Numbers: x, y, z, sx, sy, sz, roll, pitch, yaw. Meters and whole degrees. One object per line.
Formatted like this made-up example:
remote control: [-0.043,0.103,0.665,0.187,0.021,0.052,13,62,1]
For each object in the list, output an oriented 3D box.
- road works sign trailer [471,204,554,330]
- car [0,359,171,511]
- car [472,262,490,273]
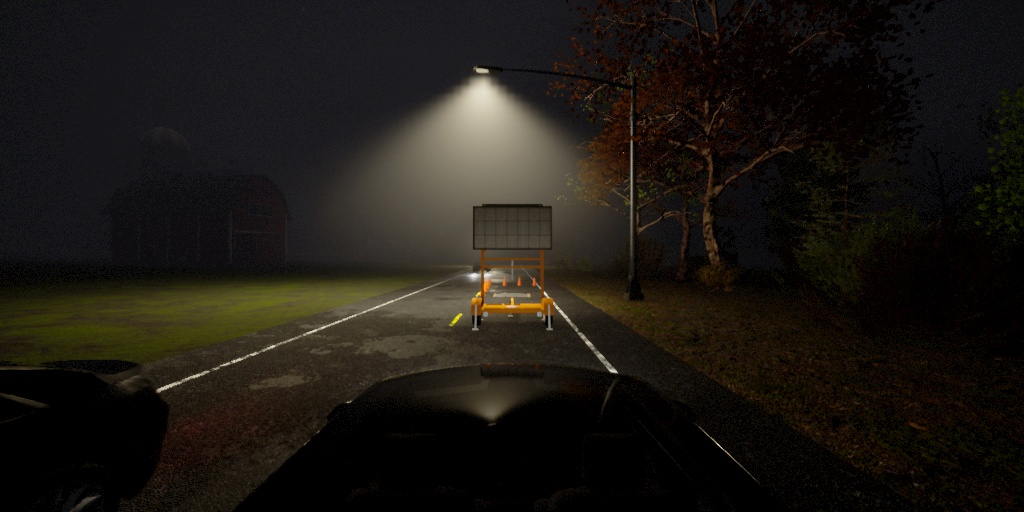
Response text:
road works sign trailer: [0.012,0.210,11.053,2.380,3.560,2.880,0,0,0]
car: [-3.598,1.255,0.735,1.837,1.490,4.892,0,0,0]
car: [-3.607,1.327,42.580,1.895,1.301,4.718,0,0,0]
